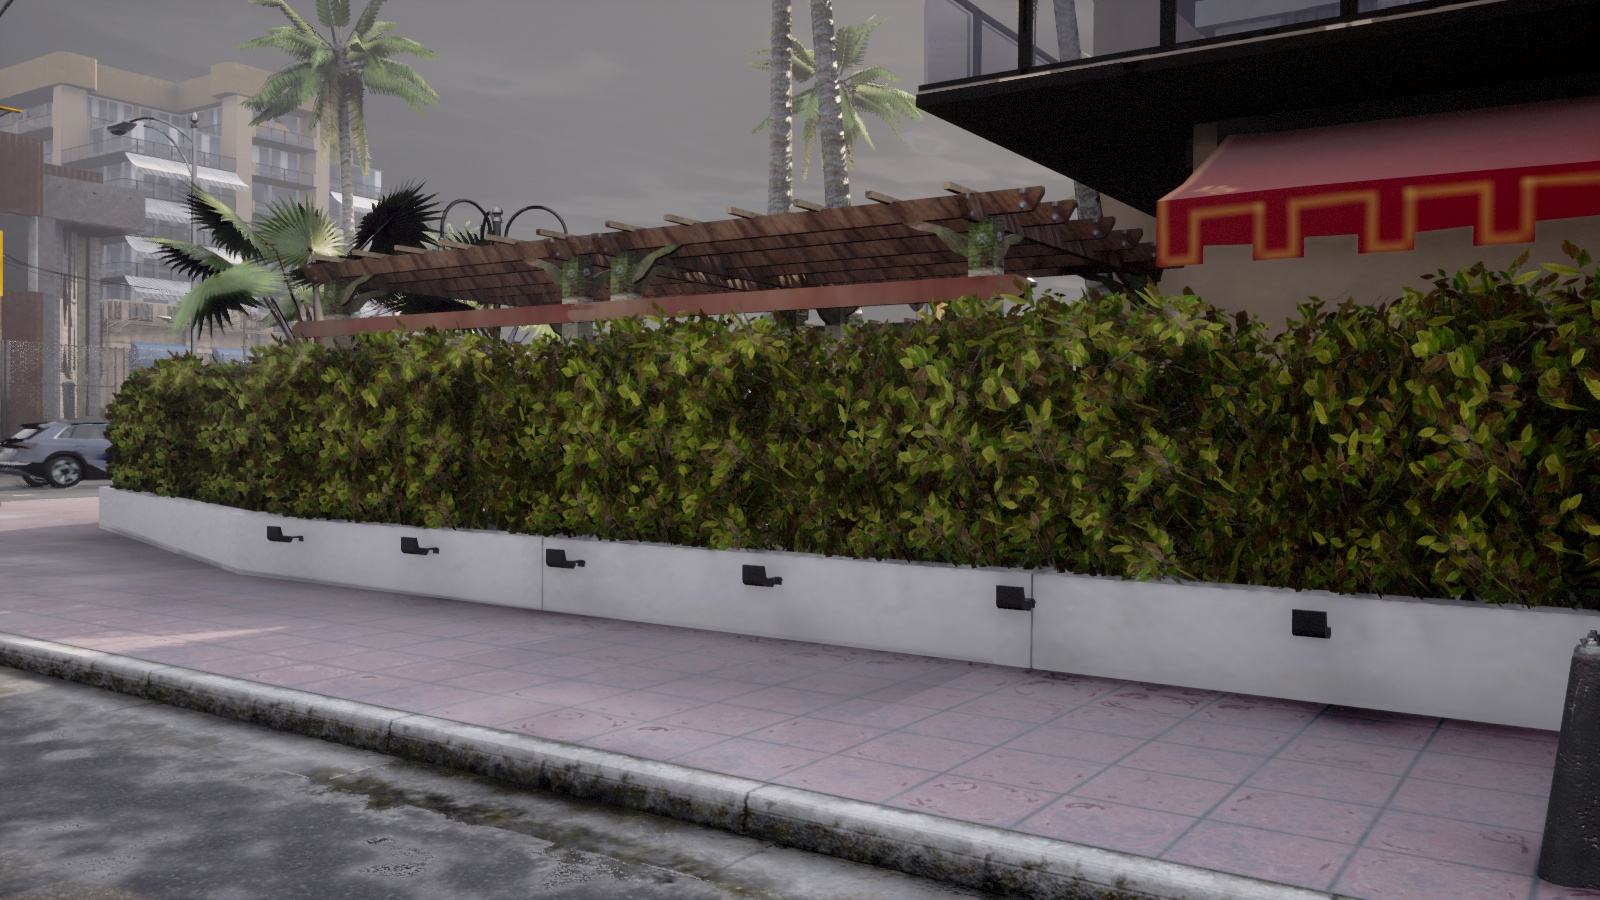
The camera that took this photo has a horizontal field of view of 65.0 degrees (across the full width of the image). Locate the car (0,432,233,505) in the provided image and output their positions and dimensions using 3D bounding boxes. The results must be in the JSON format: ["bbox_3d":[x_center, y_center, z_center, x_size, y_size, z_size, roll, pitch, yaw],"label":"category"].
[{"bbox_3d":[-16.978,0.388,31.193,2.033,1.649,4.856,0,1,42],"label":"car"}]
